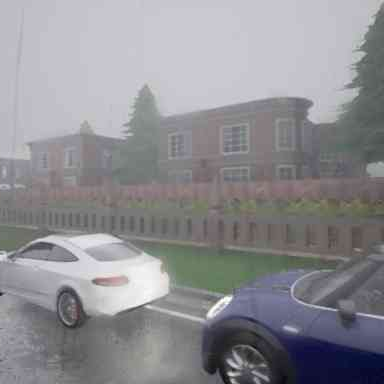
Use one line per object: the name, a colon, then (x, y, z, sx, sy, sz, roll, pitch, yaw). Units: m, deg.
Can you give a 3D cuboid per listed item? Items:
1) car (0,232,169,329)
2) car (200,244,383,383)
car: (-2.599, 1.584, 7.022, 4.674, 1.442, 1.812, -1, 0, 36)
car: (2.302, 1.352, 3.513, 4.553, 1.767, 2.097, -1, 0, 36)
